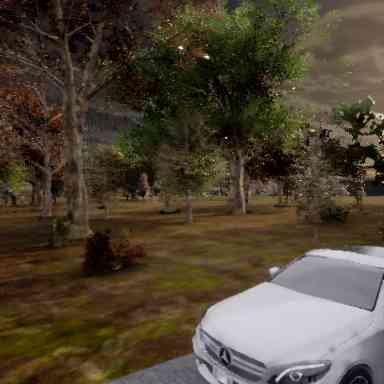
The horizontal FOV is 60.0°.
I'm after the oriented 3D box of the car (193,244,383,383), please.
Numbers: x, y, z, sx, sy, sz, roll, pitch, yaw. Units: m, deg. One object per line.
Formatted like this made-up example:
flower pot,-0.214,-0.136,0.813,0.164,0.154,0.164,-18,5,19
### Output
car,2.202,1.526,4.566,4.674,1.442,1.812,0,0,-35
